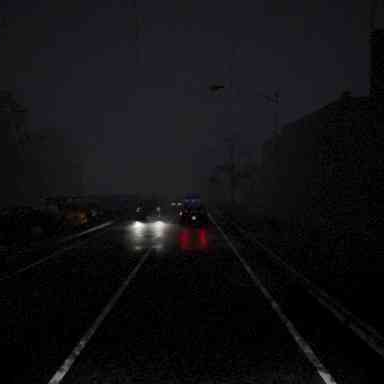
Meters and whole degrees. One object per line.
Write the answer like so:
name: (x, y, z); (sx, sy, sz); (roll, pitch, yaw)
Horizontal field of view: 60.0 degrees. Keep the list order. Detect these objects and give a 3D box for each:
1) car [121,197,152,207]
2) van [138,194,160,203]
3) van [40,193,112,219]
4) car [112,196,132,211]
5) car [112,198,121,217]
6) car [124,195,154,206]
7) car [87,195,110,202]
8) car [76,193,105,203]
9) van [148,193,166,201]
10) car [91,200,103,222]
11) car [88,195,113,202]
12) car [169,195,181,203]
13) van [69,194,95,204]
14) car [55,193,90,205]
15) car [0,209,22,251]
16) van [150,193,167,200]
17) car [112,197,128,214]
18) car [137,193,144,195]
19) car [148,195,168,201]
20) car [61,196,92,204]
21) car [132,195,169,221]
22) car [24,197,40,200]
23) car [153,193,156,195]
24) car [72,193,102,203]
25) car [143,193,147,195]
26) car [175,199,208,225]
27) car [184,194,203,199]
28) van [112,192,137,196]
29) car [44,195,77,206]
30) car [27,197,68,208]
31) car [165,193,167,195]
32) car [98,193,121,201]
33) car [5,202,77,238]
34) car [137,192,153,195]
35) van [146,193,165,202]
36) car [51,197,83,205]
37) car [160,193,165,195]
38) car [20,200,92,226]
car: (-8.862, 1.559, 53.329); (4.674, 1.452, 2.002); (0, 0, 0)
van: (-8.985, 1.323, 70.147); (4.442, 1.987, 1.878); (0, 0, 0)
van: (-8.741, 1.242, 25.297); (4.442, 1.987, 1.878); (0, 0, 0)
car: (-8.854, 1.483, 33.706); (5.008, 1.535, 2.097); (0, 0, 0)
car: (-8.829, 1.503, 28.100); (4.792, 1.488, 2.163); (0, 0, 0)
car: (-8.896, 1.399, 56.133); (4.553, 1.767, 2.185); (0, 0, 0)
car: (-21.920, 1.575, 77.890); (4.792, 1.488, 2.163); (0, 0, 0)
car: (-21.920, 1.299, 72.332); (5.566, 2.045, 2.435); (0, 0, 0)
van: (-8.755, 1.291, 84.170); (4.442, 1.987, 1.878); (0, 0, 0)
car: (-8.886, 1.493, 22.493); (4.792, 1.488, 2.163); (0, 0, 0)
car: (-22.135, 1.531, 80.662); (5.366, 1.575, 1.946); (0, 0, 0)
car: (-3.172, 1.578, 69.314); (2.033, 1.411, 5.357); (0, 0, 0)
van: (-22.064, 1.320, 66.779); (4.442, 1.987, 1.878); (0, 0, 0)
car: (-21.975, 1.284, 61.228); (5.566, 2.045, 2.435); (0, 0, 0)
car: (-8.825, 1.483, 11.282); (4.792, 1.488, 2.163); (0, 0, 0)
van: (-8.990, 1.258, 89.780); (4.442, 1.987, 1.878); (0, 0, 0)
car: (-8.830, 1.508, 30.903); (4.792, 1.488, 2.163); (0, 0, 0)
car: (-8.830, 1.373, 42.116); (4.553, 1.767, 2.185); (0, 0, 0)
car: (-8.867, 1.501, 86.978); (5.008, 1.535, 2.097); (0, 0, 0)
car: (-22.132, 1.537, 64.004); (5.366, 1.575, 1.946); (0, 0, 0)
car: (-3.317, 1.351, 27.389); (2.097, 1.767, 4.553); (0, 0, 0)
car: (-21.948, 1.511, 47.348); (4.892, 1.521, 2.231); (0, 0, 0)
car: (-8.835, 1.263, 50.526); (5.566, 2.045, 2.435); (0, 0, 0)
car: (-21.976, 1.299, 69.555); (5.566, 2.045, 2.435); (0, 0, 0)
car: (-8.831, 1.378, 44.920); (4.553, 1.767, 2.185); (0, 0, 0)
car: (0.127, 1.485, 23.864); (2.128, 1.511, 4.902); (0, 0, 0)
car: (0.149, 1.238, 41.131); (2.150, 2.045, 5.566); (0, -1, 0)
van: (-8.744, 1.263, 36.510); (4.442, 1.987, 1.878); (0, 0, 0)
car: (-21.975, 1.400, 55.675); (4.553, 1.767, 2.185); (0, 0, 0)
car: (-21.758, 1.512, 50.125); (5.366, 1.575, 1.946); (0, 0, 0)
car: (-8.899, 1.570, 78.566); (4.792, 1.488, 2.163); (0, 0, 0)
car: (-21.924, 1.239, 88.990); (5.566, 2.045, 2.435); (0, 0, 0)
car: (-8.850, 1.454, 16.890); (5.008, 1.535, 2.097); (0, 0, 0)
car: (-8.835, 1.258, 47.723); (5.566, 2.045, 2.435); (0, 0, 0)
van: (-8.987, 1.303, 81.368); (4.442, 1.987, 1.878); (0, 0, 0)
car: (-21.916, 1.560, 58.452); (4.792, 1.488, 2.163); (0, 0, 0)
car: (-8.839, 1.293, 67.347); (5.566, 2.045, 2.435); (0, 0, 0)
car: (-9.042, 1.455, 19.690); (5.366, 1.575, 1.946); (0, 0, 0)
